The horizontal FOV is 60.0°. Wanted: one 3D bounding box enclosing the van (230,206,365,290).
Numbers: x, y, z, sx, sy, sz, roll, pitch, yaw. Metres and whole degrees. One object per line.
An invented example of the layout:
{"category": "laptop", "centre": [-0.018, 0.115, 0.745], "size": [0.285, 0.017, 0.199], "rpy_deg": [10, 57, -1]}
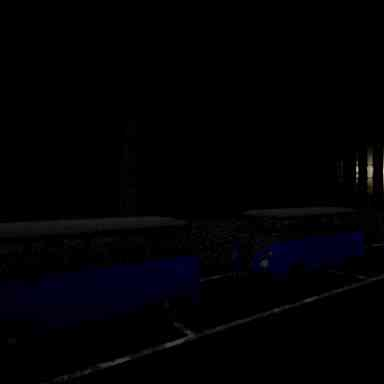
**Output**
{"category": "van", "centre": [2.830, 1.294, 8.660], "size": [3.998, 1.788, 1.690], "rpy_deg": [0, 0, -35]}

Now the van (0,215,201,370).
{"category": "van", "centre": [-1.746, 1.331, 5.400], "size": [3.998, 1.788, 1.690], "rpy_deg": [0, 0, -35]}
